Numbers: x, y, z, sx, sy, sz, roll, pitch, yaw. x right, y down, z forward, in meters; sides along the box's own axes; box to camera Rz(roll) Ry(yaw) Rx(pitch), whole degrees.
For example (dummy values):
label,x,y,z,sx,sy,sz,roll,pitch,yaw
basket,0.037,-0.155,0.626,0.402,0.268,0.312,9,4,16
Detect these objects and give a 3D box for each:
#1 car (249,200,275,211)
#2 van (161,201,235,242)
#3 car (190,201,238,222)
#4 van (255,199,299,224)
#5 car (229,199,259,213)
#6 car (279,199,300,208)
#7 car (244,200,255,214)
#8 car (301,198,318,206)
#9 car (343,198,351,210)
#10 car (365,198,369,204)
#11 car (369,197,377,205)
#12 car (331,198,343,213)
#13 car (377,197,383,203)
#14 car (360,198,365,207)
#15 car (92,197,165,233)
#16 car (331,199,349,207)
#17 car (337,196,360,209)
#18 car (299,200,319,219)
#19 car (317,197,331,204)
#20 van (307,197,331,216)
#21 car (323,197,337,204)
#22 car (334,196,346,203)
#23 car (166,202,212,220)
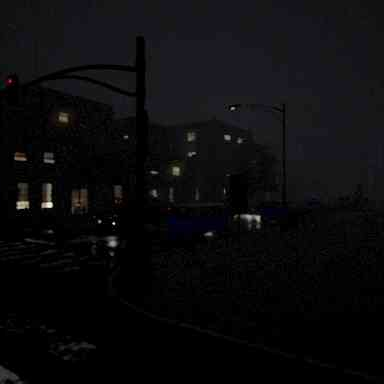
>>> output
label,x,y,z,sx,sy,sz,roll,pitch,yaw
car,9.457,1.771,44.688,1.887,1.381,4.507,0,0,35
van,0.437,1.482,17.263,1.690,1.788,3.998,0,0,35
car,2.081,1.652,29.671,1.882,1.535,5.008,0,0,35
van,6.784,1.512,26.301,1.690,1.788,3.998,0,0,35
car,6.283,1.649,40.170,1.967,1.590,4.097,0,0,35
car,15.803,1.808,53.725,1.887,1.381,4.507,0,0,35
car,8.033,1.697,38.131,2.128,1.511,4.902,0,0,35
car,22.150,1.849,62.762,1.887,1.381,4.507,0,0,35
car,19.478,1.806,44.375,1.947,1.339,4.313,0,0,35
car,29.096,1.825,58.071,1.752,1.417,4.829,0,0,35
car,35.345,1.887,66.969,1.887,1.381,4.507,0,0,35
car,16.402,1.747,39.996,1.752,1.417,4.829,0,0,35
car,44.866,1.977,80.525,1.947,1.339,4.313,0,0,35
car,25.825,1.593,53.415,2.192,1.841,5.009,0,0,35
car,-3.727,1.369,21.405,2.150,2.045,5.566,0,0,35
car,25.696,1.893,57.731,1.895,1.301,4.718,0,0,35
car,22.651,1.574,48.896,2.192,1.841,5.009,0,0,35
car,9.957,1.731,30.818,1.887,1.381,4.507,0,0,35
car,28.399,1.872,71.660,1.752,1.417,4.829,0,0,35
van,13.131,1.545,35.338,1.690,1.788,3.998,0,0,35
car,31.670,1.936,76.318,1.947,1.339,4.313,0,0,35
car,38.017,1.857,85.356,1.967,1.590,4.097,0,0,35
car,-0.162,1.700,30.992,1.752,1.417,4.829,0,0,35
